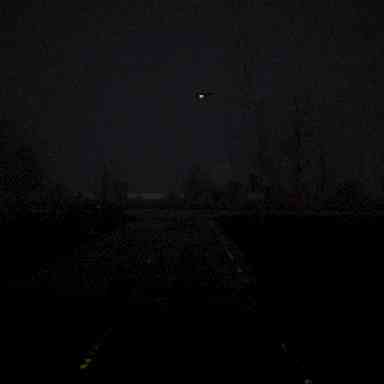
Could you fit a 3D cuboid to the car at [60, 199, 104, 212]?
[{"bbox_3d":[-12.160,1.479,36.839,4.674,1.442,1.812,2,0,0],"label":"car"}]
